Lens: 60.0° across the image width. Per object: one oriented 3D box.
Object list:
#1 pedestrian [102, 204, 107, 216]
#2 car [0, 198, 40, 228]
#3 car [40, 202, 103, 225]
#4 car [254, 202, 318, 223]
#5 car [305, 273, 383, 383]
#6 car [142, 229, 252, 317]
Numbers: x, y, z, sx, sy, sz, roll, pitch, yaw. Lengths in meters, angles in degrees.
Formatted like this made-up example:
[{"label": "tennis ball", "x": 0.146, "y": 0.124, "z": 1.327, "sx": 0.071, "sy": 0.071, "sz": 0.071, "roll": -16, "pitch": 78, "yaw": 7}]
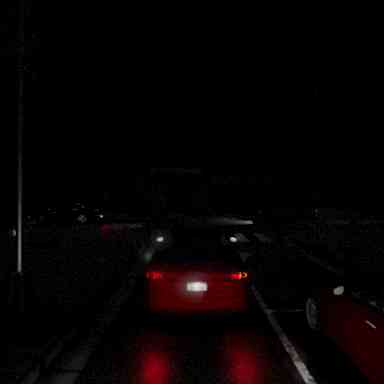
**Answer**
[{"label": "pedestrian", "x": -6.784, "y": 1.481, "z": 25.831, "sx": 0.500, "sy": 1.100, "sz": 0.500, "roll": 0, "pitch": 0, "yaw": 0}, {"label": "car", "x": -12.580, "y": 1.177, "z": 20.004, "sx": 5.566, "sy": 2.045, "sz": 2.150, "roll": -1, "pitch": -1, "yaw": 0}, {"label": "car", "x": -8.686, "y": 1.452, "z": 23.108, "sx": 4.892, "sy": 1.490, "sz": 1.837, "roll": -1, "pitch": -3, "yaw": 2}, {"label": "car", "x": 6.396, "y": 1.363, "z": 22.840, "sx": 4.181, "sy": 1.385, "sz": 1.994, "roll": -1, "pitch": -1, "yaw": 1}, {"label": "car", "x": 2.657, "y": 1.555, "z": 3.741, "sx": 1.802, "sy": 1.307, "sz": 4.206, "roll": 1, "pitch": 0, "yaw": 0}, {"label": "car", "x": 0.105, "y": 1.510, "z": 7.463, "sx": 1.994, "sy": 1.385, "sz": 4.181, "roll": 0, "pitch": 0, "yaw": 1}]
